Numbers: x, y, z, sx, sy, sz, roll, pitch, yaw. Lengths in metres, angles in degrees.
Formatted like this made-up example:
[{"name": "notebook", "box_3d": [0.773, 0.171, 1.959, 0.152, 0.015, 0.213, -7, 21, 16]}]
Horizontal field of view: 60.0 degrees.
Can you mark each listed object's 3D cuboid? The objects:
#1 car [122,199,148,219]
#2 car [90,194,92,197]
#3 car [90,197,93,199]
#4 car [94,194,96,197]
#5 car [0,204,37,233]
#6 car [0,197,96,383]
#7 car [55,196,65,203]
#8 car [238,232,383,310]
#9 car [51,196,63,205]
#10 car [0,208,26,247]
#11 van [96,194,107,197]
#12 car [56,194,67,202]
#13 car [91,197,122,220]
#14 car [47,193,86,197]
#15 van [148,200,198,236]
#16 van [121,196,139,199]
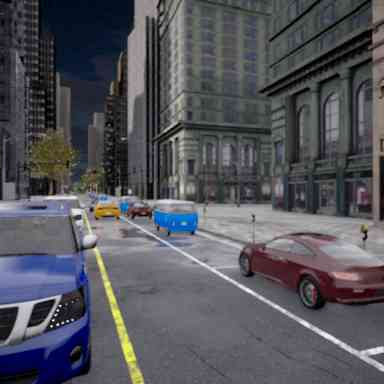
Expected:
[{"name": "car", "box_3d": [-4.573, 1.539, 28.590, 1.887, 1.381, 4.507, 0, 0, -19]}, {"name": "car", "box_3d": [-25.730, 1.585, 90.222, 2.008, 1.369, 4.403, 0, 0, -19]}, {"name": "car", "box_3d": [-10.646, 1.561, 37.913, 1.994, 1.385, 4.181, 0, 0, -19]}, {"name": "car", "box_3d": [-20.460, 1.583, 74.861, 1.947, 1.339, 4.313, 0, 0, -19]}, {"name": "car", "box_3d": [-10.877, 1.543, 20.606, 1.887, 1.381, 4.507, 0, 0, -19]}, {"name": "car", "box_3d": [-2.871, 1.221, 5.511, 2.150, 2.045, 5.566, 0, 0, -19]}, {"name": "car", "box_3d": [-28.449, 1.566, 71.877, 1.887, 1.381, 4.507, 0, 0, -19]}, {"name": "car", "box_3d": [2.595, 1.578, 7.685, 1.802, 1.307, 4.206, 0, 0, -19]}, {"name": "car", "box_3d": [-24.966, 1.538, 61.706, 1.752, 1.417, 4.829, 0, 0, -19]}, {"name": "car", "box_3d": [-9.083, 1.544, 15.380, 1.887, 1.381, 4.507, 0, 0, -19]}, {"name": "van", "box_3d": [-18.703, 1.354, 69.742, 1.690, 1.788, 3.998, 0, 0, -19]}, {"name": "car", "box_3d": [-30.165, 1.341, 76.880, 2.192, 1.841, 5.009, 0, 0, -19]}, {"name": "car", "box_3d": [-7.245, 1.473, 28.063, 1.882, 1.535, 5.008, 0, 0, -18]}, {"name": "car", "box_3d": [-6.948, 1.219, 17.711, 2.150, 2.045, 5.566, 0, 0, -19]}, {"name": "van", "box_3d": [-0.989, 1.336, 18.138, 1.690, 1.788, 3.998, 0, 0, -19]}, {"name": "van", "box_3d": [-6.364, 1.336, 33.817, 1.690, 1.788, 3.998, 0, 0, -19]}]
